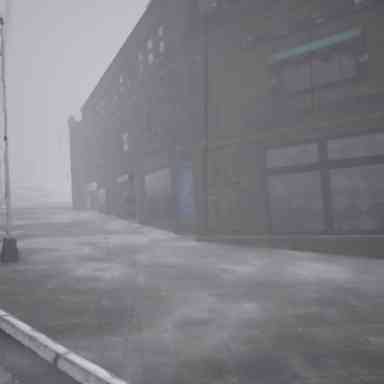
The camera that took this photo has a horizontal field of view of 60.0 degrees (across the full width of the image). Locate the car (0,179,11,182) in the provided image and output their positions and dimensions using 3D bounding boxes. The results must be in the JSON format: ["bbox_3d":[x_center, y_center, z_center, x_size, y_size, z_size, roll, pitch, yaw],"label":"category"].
[{"bbox_3d":[-46.565,-2.634,78.659,2.231,1.521,4.892,-5,-3,33],"label":"car"}]

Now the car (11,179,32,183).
[{"bbox_3d":[-43.582,-2.569,83.338,2.002,1.452,4.674,-5,-3,32],"label":"car"}]
